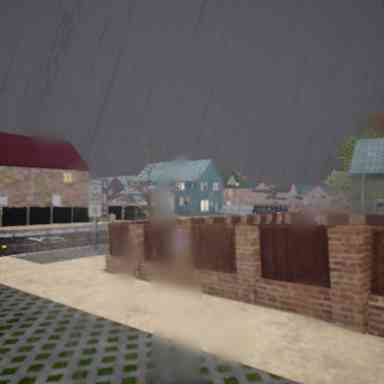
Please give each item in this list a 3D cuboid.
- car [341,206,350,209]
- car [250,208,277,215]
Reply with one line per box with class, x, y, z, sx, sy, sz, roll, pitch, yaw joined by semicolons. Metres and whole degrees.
car;34.072;3.794;73.293;1.812;1.442;4.674;1;-1;35
car;9.230;2.782;42.850;1.895;1.301;4.718;1;-1;36
